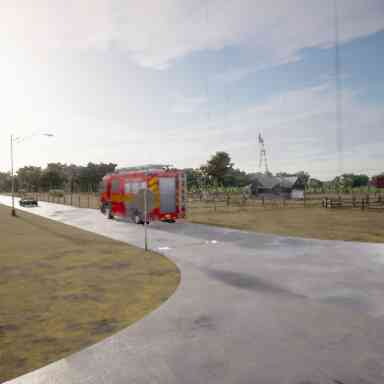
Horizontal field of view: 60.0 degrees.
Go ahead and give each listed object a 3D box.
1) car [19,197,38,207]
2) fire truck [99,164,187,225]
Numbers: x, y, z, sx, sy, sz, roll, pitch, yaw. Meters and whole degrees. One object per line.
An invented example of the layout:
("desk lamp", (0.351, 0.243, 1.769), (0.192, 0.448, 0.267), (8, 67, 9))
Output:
("car", (-23.026, 1.367, 46.776), (1.895, 1.301, 4.718), (-2, 1, -35))
("fire truck", (-3.849, 0.183, 24.014), (2.891, 3.827, 8.468), (-2, 1, -35))
